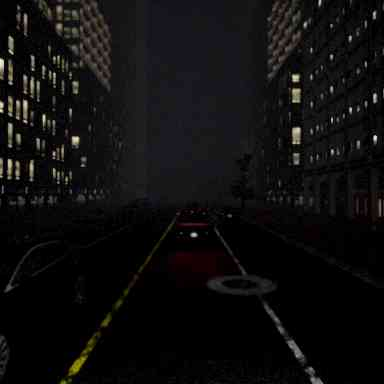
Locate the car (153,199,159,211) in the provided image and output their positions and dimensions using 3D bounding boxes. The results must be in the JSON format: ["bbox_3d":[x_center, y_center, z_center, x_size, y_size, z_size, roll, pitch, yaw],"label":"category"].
[{"bbox_3d":[-5.725,1.833,42.506,1.802,1.307,4.206,0,0,0],"label":"car"}]

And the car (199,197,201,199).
[{"bbox_3d":[2.641,1.931,59.574,1.802,1.307,4.206,0,0,0],"label":"car"}]

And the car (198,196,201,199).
[{"bbox_3d":[2.636,1.906,65.436,1.752,1.417,4.829,0,0,0],"label":"car"}]

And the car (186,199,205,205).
[{"bbox_3d":[0.056,1.728,33.676,1.812,1.442,4.674,0,0,0],"label":"car"}]

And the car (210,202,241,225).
[{"bbox_3d":[2.670,1.721,25.423,1.947,1.339,4.313,0,0,0],"label":"car"}]

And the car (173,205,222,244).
[{"bbox_3d":[0.085,1.592,16.300,2.128,1.511,4.902,0,0,0],"label":"car"}]

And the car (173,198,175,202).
[{"bbox_3d":[-5.769,2.054,93.564,1.752,1.417,4.829,0,0,0],"label":"car"}]

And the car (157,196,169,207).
[{"bbox_3d":[-5.739,1.786,59.582,1.967,1.590,4.097,0,0,0],"label":"car"}]

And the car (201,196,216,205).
[{"bbox_3d":[2.651,1.726,48.191,1.967,1.590,4.097,0,0,0],"label":"car"}]

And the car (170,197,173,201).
[{"bbox_3d":[-5.750,1.973,70.966,1.947,1.339,4.313,0,0,0],"label":"car"}]

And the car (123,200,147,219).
[{"bbox_3d":[-5.715,1.730,31.121,1.887,1.381,4.507,0,0,0],"label":"car"}]

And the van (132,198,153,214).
[{"bbox_3d":[-5.719,1.559,36.815,1.690,1.788,3.998,0,0,0],"label":"van"}]

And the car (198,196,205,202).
[{"bbox_3d":[2.612,1.972,93.726,1.967,1.590,4.097,0,0,0],"label":"car"}]

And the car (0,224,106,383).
[{"bbox_3d":[-3.105,1.523,5.191,2.128,1.511,4.902,0,0,0],"label":"car"}]

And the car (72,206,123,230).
[{"bbox_3d":[-5.706,1.669,19.737,2.008,1.369,4.403,0,0,0],"label":"car"}]
